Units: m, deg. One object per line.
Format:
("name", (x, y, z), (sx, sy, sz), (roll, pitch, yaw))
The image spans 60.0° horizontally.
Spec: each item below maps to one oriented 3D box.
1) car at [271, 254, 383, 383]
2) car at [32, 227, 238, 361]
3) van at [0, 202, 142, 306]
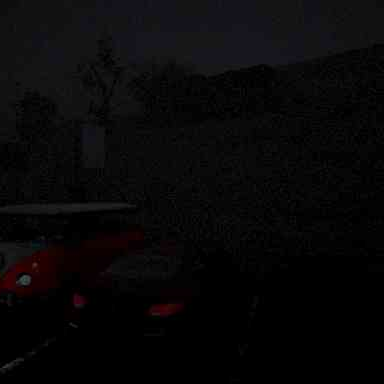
("car", (2.109, 1.521, 4.326), (2.163, 1.488, 4.792), (0, -1, 16))
("car", (-0.328, 1.523, 6.027), (2.002, 1.452, 4.674), (0, -1, 16))
("van", (-2.773, 1.247, 7.648), (1.878, 1.987, 4.442), (1, 0, 16))
